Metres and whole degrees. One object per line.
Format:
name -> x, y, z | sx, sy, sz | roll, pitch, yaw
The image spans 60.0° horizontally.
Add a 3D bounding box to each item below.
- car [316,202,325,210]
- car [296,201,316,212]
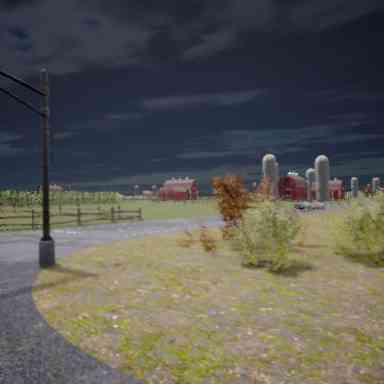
car -> 21.424, 2.367, 57.190 | 1.994, 1.385, 4.181 | -2, -2, 36
car -> 16.933, 2.221, 50.888 | 1.837, 1.490, 4.892 | -2, -2, 36
